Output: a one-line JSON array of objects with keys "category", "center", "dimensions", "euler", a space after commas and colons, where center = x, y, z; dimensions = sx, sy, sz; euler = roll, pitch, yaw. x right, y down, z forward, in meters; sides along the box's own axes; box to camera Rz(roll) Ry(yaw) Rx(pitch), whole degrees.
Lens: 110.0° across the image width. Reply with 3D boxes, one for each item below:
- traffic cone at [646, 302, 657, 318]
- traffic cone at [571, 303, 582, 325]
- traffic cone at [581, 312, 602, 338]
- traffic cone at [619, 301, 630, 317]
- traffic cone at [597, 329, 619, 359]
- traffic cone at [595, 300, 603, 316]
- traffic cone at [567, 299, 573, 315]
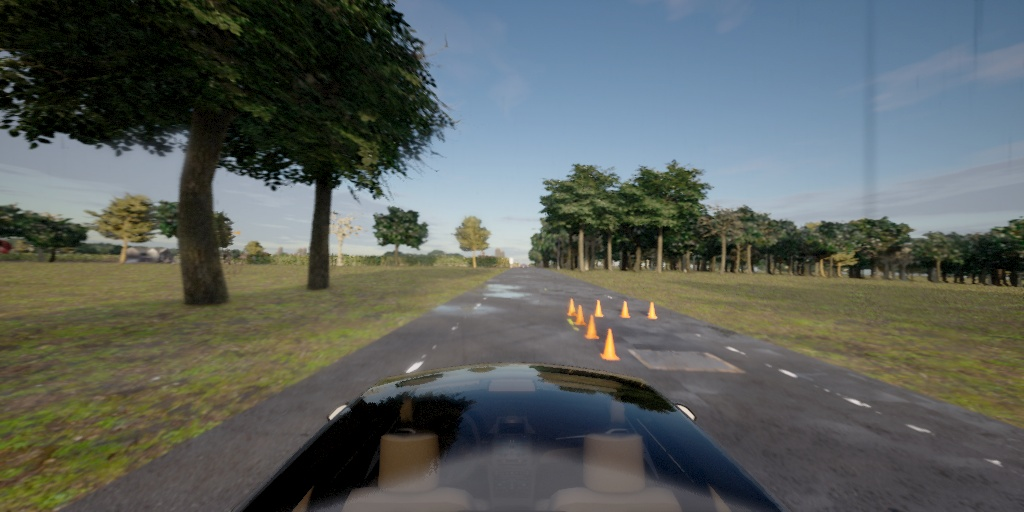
[{"category": "traffic cone", "center": [5.256, 2.028, 13.495], "dimensions": [0.340, 0.580, 0.340], "euler": [0, 0, 2]}, {"category": "traffic cone", "center": [2.192, 1.901, 11.599], "dimensions": [0.340, 0.580, 0.340], "euler": [0, 0, 2]}, {"category": "traffic cone", "center": [2.125, 1.874, 9.600], "dimensions": [0.340, 0.580, 0.340], "euler": [0, 0, 2]}, {"category": "traffic cone", "center": [4.257, 1.994, 13.529], "dimensions": [0.340, 0.580, 0.340], "euler": [0, 0, 2]}, {"category": "traffic cone", "center": [2.058, 1.847, 7.601], "dimensions": [0.340, 0.580, 0.340], "euler": [0, 0, 2]}, {"category": "traffic cone", "center": [3.258, 1.961, 13.563], "dimensions": [0.340, 0.580, 0.340], "euler": [0, 0, 2]}, {"category": "traffic cone", "center": [2.260, 1.927, 13.597], "dimensions": [0.340, 0.580, 0.340], "euler": [0, 0, 2]}]
